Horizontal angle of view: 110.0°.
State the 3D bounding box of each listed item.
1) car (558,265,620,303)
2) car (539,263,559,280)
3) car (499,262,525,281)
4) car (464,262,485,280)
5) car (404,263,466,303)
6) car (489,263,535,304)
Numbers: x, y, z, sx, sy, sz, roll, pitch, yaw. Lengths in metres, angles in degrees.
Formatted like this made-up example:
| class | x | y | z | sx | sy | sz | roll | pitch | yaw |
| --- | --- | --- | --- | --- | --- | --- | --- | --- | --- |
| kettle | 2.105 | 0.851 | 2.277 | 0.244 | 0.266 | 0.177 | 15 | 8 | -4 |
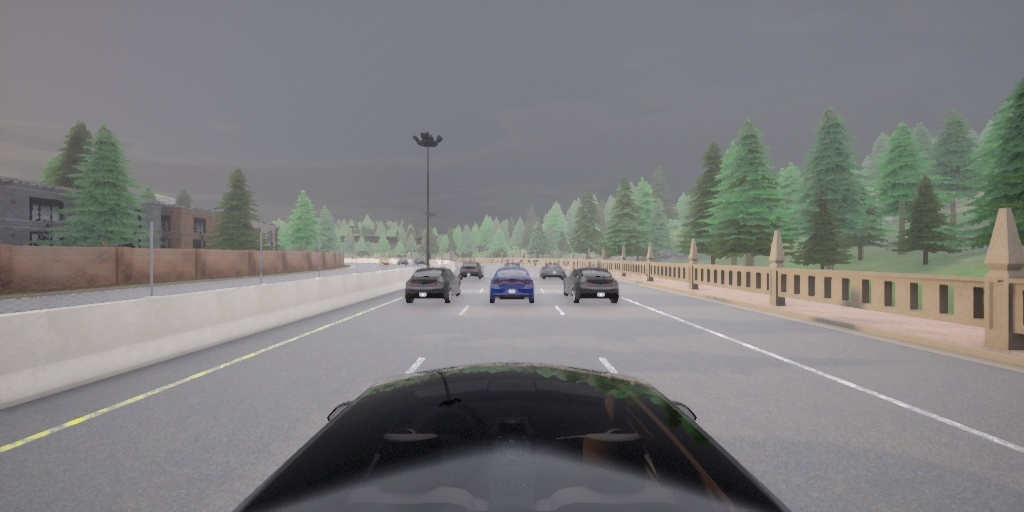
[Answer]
| class | x | y | z | sx | sy | sz | roll | pitch | yaw |
| --- | --- | --- | --- | --- | --- | --- | --- | --- | --- |
| car | 3.500 | 1.266 | 16.500 | 1.837 | 1.490 | 4.892 | 0 | 0 | 0 |
| car | 3.500 | 1.322 | 31.500 | 1.994 | 1.385 | 4.181 | 0 | 0 | 0 |
| car | 0.000 | 1.313 | 31.500 | 2.033 | 1.411 | 5.357 | 0 | 0 | 0 |
| car | -3.500 | 1.266 | 31.500 | 1.837 | 1.490 | 4.892 | 0 | 0 | 0 |
| car | -3.500 | 1.266 | 16.500 | 1.837 | 1.490 | 4.892 | 0 | 0 | 0 |
| car | 0.000 | 1.235 | 16.500 | 1.882 | 1.535 | 5.008 | 0 | 0 | 0 |
